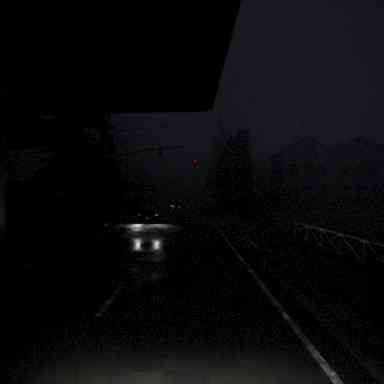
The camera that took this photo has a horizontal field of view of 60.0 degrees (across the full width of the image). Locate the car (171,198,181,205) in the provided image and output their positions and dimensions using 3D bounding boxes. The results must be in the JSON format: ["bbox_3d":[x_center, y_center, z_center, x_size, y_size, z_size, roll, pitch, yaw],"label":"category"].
[{"bbox_3d":[-3.480,2.202,74.303,1.837,1.490,4.892,0,-1,0],"label":"car"}]

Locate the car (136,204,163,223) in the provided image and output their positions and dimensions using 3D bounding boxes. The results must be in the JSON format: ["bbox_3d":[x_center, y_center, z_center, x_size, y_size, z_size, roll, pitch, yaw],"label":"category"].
[{"bbox_3d":[-3.498,1.793,28.258,1.812,1.442,4.674,0,-1,0],"label":"car"}]
